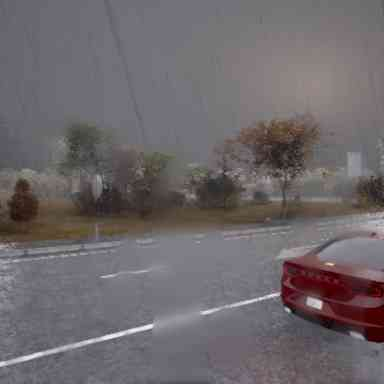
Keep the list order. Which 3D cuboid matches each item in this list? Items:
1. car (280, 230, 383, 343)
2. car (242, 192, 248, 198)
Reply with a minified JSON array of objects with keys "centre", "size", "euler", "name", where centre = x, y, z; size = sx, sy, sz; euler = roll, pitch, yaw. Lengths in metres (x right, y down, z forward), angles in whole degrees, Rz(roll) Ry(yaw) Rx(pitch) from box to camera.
[{"centre":[3.837,1.460,6.231],"size":[5.008,1.535,1.882],"euler":[0,0,-34],"name":"car"},{"centre":[10.337,0.645,73.705],"size":[2.128,1.511,4.902],"euler":[-1,1,-36],"name":"car"}]
